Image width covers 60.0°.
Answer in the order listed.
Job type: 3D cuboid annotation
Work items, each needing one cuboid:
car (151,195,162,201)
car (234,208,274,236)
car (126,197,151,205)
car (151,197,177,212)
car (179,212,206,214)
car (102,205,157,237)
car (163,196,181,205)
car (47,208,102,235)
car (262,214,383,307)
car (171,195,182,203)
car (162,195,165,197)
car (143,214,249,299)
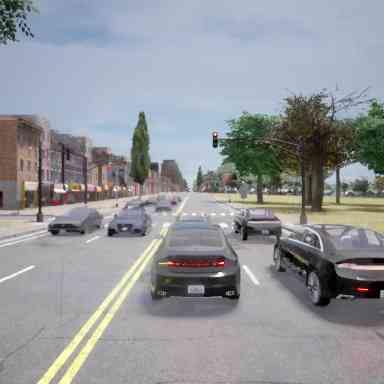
[{"bbox_3d":[-6.618,1.590,55.266,2.033,1.411,5.357,0,1,0],"label":"car"},{"bbox_3d":[3.289,1.581,17.231,2.128,1.511,4.902,0,0,0],"label":"car"},{"bbox_3d":[-6.791,1.626,40.318,2.128,1.511,4.902,0,0,4],"label":"car"},{"bbox_3d":[-3.367,1.679,40.851,2.033,1.411,5.357,0,0,0],"label":"car"},{"bbox_3d":[0.044,1.694,17.766,1.895,1.301,4.718,0,0,0],"label":"car"},{"bbox_3d":[-3.360,1.663,18.646,1.994,1.385,4.181,0,0,0],"label":"car"},{"bbox_3d":[-3.367,1.642,55.328,1.895,1.301,4.718,0,1,0],"label":"car"},{"bbox_3d":[-6.610,1.653,19.686,2.033,1.411,5.357,0,0,0],"label":"car"},{"bbox_3d":[3.326,1.517,8.021,2.128,1.511,4.902,0,0,0],"label":"car"},{"bbox_3d":[-3.283,1.460,70.769,1.994,1.385,4.181,0,0,0],"label":"car"},{"bbox_3d":[-6.533,1.409,70.610,1.837,1.490,4.892,0,0,0],"label":"car"},{"bbox_3d":[0.078,1.533,8.461,1.837,1.490,4.892,0,0,0],"label":"car"}]
